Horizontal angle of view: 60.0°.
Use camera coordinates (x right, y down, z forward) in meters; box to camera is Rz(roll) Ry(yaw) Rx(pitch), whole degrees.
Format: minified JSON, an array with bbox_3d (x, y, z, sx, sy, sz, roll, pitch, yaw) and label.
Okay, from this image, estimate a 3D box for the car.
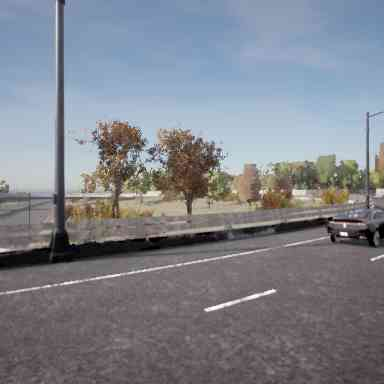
[{"bbox_3d":[7.922,1.493,15.180,4.902,1.511,2.128,0,0,-44],"label":"car"}]
